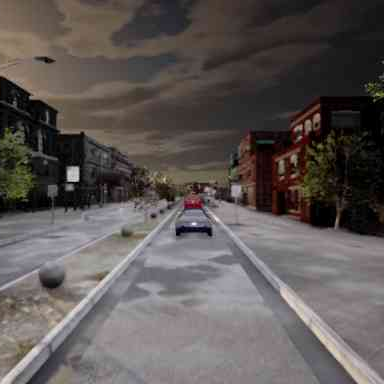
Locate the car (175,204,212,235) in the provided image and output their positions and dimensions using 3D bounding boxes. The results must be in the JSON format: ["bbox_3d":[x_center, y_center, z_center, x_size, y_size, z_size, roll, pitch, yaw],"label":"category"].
[{"bbox_3d":[0.099,1.589,18.863,1.994,1.385,4.181,0,0,0],"label":"car"}]

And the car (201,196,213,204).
[{"bbox_3d":[2.990,1.609,67.070,2.231,1.521,4.892,0,0,0],"label":"car"}]

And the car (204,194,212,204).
[{"bbox_3d":[2.990,1.603,61.423,2.231,1.521,4.892,0,0,0],"label":"car"}]

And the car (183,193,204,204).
[{"bbox_3d":[0.095,1.308,42.460,2.150,2.045,5.566,0,0,0],"label":"car"}]

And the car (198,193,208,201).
[{"bbox_3d":[2.988,1.366,89.068,2.435,2.045,5.566,0,0,0],"label":"car"}]
